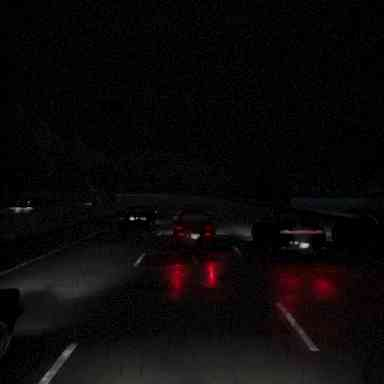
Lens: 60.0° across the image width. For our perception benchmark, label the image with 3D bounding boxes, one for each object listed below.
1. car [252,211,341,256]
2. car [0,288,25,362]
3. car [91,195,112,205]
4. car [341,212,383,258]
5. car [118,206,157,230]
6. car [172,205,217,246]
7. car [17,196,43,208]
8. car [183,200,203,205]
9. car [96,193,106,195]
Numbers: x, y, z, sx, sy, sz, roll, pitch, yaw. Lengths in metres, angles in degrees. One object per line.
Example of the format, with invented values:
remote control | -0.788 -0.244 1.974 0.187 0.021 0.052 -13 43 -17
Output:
car | 3.605 1.509 13.080 2.128 1.511 4.902 0 0 0
car | -3.398 1.604 2.774 1.895 1.301 4.718 0 0 0
car | -14.039 1.590 51.247 1.812 1.442 4.674 0 0 0
car | 7.104 1.508 12.804 2.128 1.511 4.902 0 0 0
car | -3.393 1.575 21.326 2.033 1.411 5.357 0 0 0
car | 0.105 1.545 15.158 1.812 1.442 4.674 0 0 0
car | -24.541 1.415 50.380 2.097 1.767 4.553 0 0 0
car | 0.111 1.520 33.339 1.882 1.535 5.008 0 0 0
car | -17.401 1.435 67.298 2.097 1.767 4.553 0 0 1
